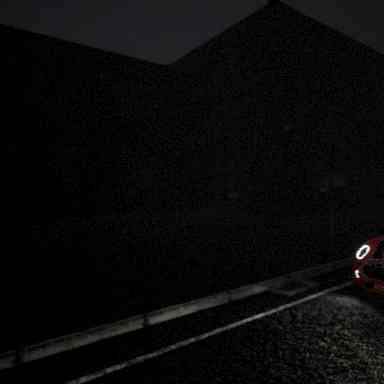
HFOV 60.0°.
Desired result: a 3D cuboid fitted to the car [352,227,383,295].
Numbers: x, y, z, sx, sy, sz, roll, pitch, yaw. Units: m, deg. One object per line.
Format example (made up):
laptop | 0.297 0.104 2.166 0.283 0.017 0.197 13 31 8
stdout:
car | 5.625 1.214 7.581 4.553 1.767 2.097 -2 0 -36
